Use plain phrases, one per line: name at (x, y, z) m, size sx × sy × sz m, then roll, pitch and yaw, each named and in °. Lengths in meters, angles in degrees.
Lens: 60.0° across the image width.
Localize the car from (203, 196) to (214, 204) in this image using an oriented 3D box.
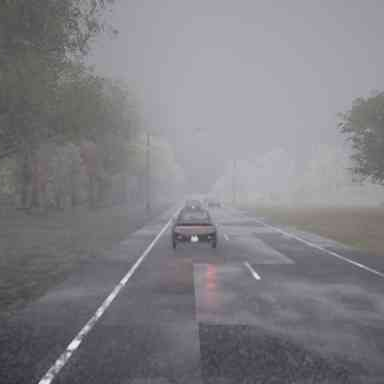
car at (3.517, 1.679, 72.891) m, size 2.097 × 1.767 × 4.553 m, roll 0°, pitch 0°, yaw 0°

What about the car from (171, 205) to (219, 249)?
car at (0.101, 1.556, 14.789) m, size 2.128 × 1.511 × 4.902 m, roll 0°, pitch 0°, yaw 0°

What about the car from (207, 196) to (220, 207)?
car at (3.611, 1.807, 55.039) m, size 1.994 × 1.385 × 4.181 m, roll 0°, pitch 0°, yaw 0°

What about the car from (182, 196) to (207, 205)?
car at (0.105, 1.499, 33.412) m, size 2.097 × 1.767 × 4.553 m, roll 0°, pitch 0°, yaw 0°
